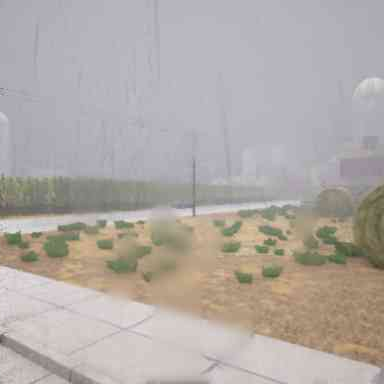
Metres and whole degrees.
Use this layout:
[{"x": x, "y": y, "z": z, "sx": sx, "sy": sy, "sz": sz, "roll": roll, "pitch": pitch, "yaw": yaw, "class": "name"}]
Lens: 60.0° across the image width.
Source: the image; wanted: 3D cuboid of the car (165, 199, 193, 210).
[{"x": -1.656, "y": 1.582, "z": 43.629, "sx": 1.994, "sy": 1.385, "sz": 4.181, "roll": 0, "pitch": 0, "yaw": 33, "class": "car"}]
